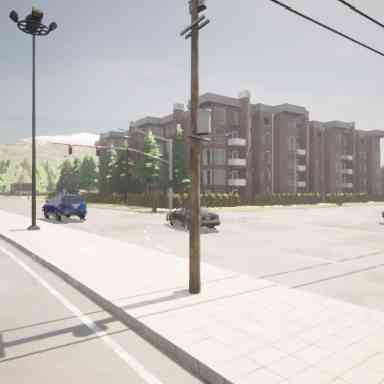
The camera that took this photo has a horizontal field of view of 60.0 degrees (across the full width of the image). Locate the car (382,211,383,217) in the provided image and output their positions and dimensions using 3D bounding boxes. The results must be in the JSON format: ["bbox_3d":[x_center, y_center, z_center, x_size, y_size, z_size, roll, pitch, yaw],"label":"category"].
[{"bbox_3d":[16.275,1.601,24.673,4.718,1.301,1.895,0,0,-33],"label":"car"}]

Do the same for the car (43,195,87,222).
[{"bbox_3d":[-10.423,1.221,27.118,2.150,2.045,5.566,0,0,-38],"label":"car"}]

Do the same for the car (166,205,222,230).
[{"bbox_3d":[-0.029,1.547,21.069,2.033,1.411,5.357,0,0,-22],"label":"car"}]
